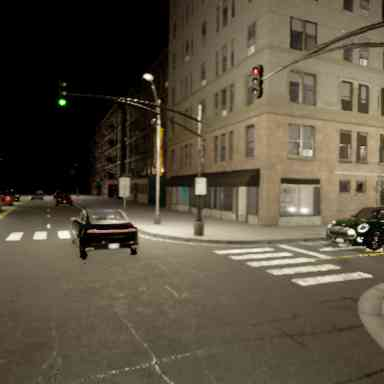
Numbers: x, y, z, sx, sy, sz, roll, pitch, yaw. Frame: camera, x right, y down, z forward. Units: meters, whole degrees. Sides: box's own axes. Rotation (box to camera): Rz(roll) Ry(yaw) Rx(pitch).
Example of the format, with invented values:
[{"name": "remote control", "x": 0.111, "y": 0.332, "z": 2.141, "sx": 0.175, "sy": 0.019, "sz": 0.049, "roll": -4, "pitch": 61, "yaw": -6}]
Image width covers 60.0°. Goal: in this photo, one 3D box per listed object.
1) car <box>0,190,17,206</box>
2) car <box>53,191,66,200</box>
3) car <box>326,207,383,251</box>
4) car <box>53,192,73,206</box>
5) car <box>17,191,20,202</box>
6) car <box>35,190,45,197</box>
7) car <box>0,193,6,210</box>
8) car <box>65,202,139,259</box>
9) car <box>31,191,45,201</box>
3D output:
[{"name": "car", "x": -21.844, "y": 0.659, "z": 38.330, "sx": 2.097, "sy": 1.767, "sz": 4.553, "roll": 1, "pitch": 1, "yaw": -23}, {"name": "car", "x": -23.277, "y": 0.668, "z": 58.204, "sx": 2.033, "sy": 1.411, "sz": 5.357, "roll": 1, "pitch": 1, "yaw": -23}, {"name": "car", "x": 8.118, "y": 1.433, "z": 14.490, "sx": 4.553, "sy": 1.767, "sz": 2.097, "roll": 1, "pitch": 0, "yaw": -23}, {"name": "car", "x": -15.709, "y": 0.924, "z": 40.792, "sx": 1.812, "sy": 1.442, "sz": 4.674, "roll": 1, "pitch": 1, "yaw": -23}, {"name": "car", "x": -25.792, "y": 0.514, "z": 47.475, "sx": 2.097, "sy": 1.767, "sz": 4.553, "roll": 1, "pitch": 1, "yaw": -23}, {"name": "car", "x": -33.415, "y": 0.367, "z": 73.248, "sx": 1.994, "sy": 1.385, "sz": 4.181, "roll": 1, "pitch": 1, "yaw": -23}, {"name": "car", "x": -18.155, "y": 1.044, "z": 29.633, "sx": 1.895, "sy": 1.301, "sz": 4.718, "roll": 1, "pitch": 0, "yaw": -23}, {"name": "car", "x": -3.279, "y": 1.341, "z": 12.090, "sx": 2.128, "sy": 1.511, "sz": 4.902, "roll": 1, "pitch": 1, "yaw": -23}, {"name": "car", "x": -24.886, "y": 0.729, "z": 53.647, "sx": 1.895, "sy": 1.301, "sz": 4.718, "roll": 1, "pitch": 1, "yaw": -23}]
